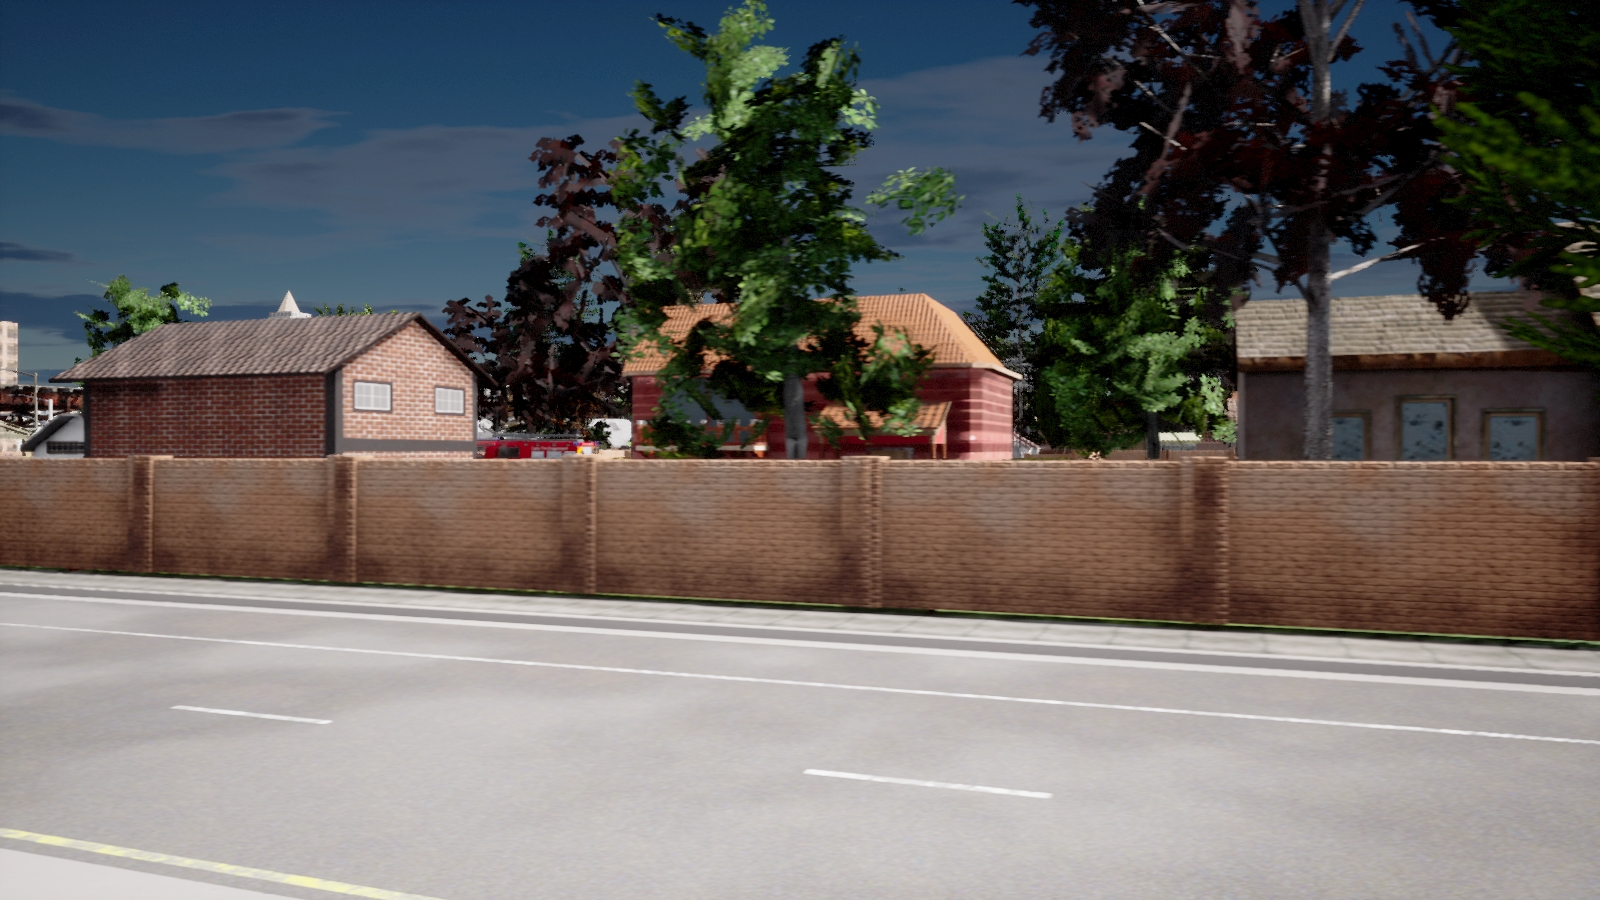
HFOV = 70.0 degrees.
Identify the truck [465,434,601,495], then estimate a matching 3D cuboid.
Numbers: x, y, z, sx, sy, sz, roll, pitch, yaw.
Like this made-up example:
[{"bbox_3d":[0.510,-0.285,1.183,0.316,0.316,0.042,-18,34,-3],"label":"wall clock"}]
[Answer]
[{"bbox_3d":[-17.583,0.875,75.199,8.468,3.827,2.891,0,1,19],"label":"truck"}]
